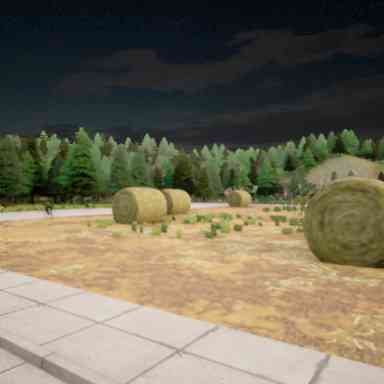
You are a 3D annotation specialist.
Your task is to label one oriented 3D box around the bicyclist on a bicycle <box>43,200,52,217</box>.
[{"bbox_3d":[-13.910,1.595,31.991,1.656,1.620,0.582,-1,-1,37],"label":"bicyclist on a bicycle"}]
